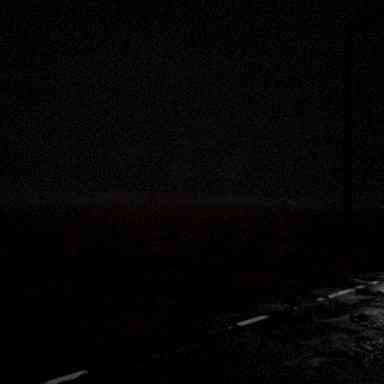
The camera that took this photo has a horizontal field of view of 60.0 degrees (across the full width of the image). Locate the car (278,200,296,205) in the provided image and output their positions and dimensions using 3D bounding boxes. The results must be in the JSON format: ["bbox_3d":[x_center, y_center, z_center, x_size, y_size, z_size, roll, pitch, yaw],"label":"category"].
[{"bbox_3d":[25.528,2.931,89.962,1.895,1.301,4.718,4,-2,-34],"label":"car"}]

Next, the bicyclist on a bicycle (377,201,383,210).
[{"bbox_3d":[34.757,2.518,61.576,0.659,1.776,1.843,3,-1,-4],"label":"bicyclist on a bicycle"}]

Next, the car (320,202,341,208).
[{"bbox_3d":[31.470,2.858,75.943,1.895,1.301,4.718,3,-2,-21],"label":"car"}]
